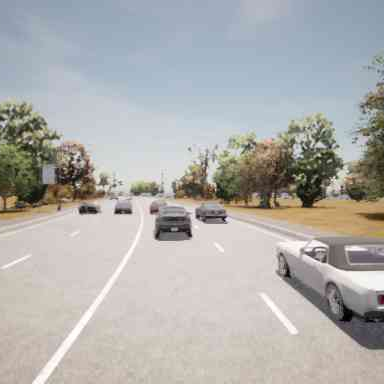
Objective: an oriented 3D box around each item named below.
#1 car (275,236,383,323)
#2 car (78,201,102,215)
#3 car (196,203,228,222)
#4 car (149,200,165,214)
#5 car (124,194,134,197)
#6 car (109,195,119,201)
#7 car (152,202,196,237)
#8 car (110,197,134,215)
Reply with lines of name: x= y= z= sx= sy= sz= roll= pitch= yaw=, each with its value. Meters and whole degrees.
car: x=3.319 y=1.594 z=7.179 sx=1.895 sy=1.301 sz=4.718 roll=0 pitch=0 yaw=-3
car: x=-10.639 y=1.626 z=34.813 sx=1.895 sy=1.301 sz=4.718 roll=0 pitch=0 yaw=-9
car: x=1.433 y=1.551 z=26.605 sx=2.033 sy=1.411 sz=5.357 roll=0 pitch=0 yaw=-8
car: x=-3.526 y=1.578 z=35.776 sx=1.994 sy=1.385 sz=4.181 roll=0 pitch=0 yaw=-9
car: x=-14.103 y=1.273 z=75.010 sx=2.097 sy=1.767 sz=4.553 roll=0 pitch=0 yaw=-10
car: x=-17.934 y=1.338 z=76.549 sx=1.882 sy=1.535 sz=5.008 roll=0 pitch=0 yaw=-10
car: x=-1.080 y=1.511 z=18.080 sx=1.837 sy=1.490 sz=4.892 roll=0 pitch=0 yaw=-6
car: x=-7.086 y=1.567 z=34.784 sx=2.033 sy=1.411 sz=5.357 roll=0 pitch=0 yaw=-9
